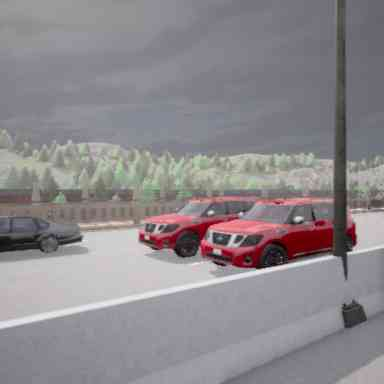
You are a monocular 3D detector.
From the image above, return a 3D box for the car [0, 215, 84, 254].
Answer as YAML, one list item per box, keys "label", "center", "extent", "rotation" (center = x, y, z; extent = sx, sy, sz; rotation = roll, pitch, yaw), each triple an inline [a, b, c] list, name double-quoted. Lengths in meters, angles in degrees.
- label: "car"
  center: [-6.780, 1.548, 12.054]
  extent: [5.357, 1.411, 2.033]
  rotation: [0, 0, -36]

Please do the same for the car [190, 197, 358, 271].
- label: "car"
  center: [2.919, 1.226, 10.374]
  extent: [5.566, 2.045, 2.150]
  rotation: [0, 0, -35]

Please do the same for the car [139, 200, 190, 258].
- label: "car"
  center: [0.703, 1.226, 13.093]
  extent: [5.566, 2.045, 2.150]
  rotation: [0, 0, -36]
